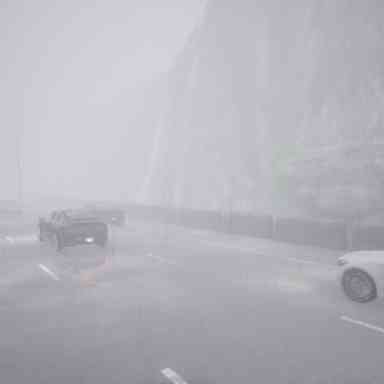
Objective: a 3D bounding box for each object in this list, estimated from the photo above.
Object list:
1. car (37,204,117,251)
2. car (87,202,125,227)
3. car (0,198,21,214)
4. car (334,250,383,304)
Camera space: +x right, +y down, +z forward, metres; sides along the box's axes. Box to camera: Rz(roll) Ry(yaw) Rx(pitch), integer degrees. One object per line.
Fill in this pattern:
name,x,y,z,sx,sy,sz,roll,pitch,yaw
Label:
car,-5.114,1.451,13.958,1.837,1.490,4.892,0,0,-36
car,-5.995,1.378,21.154,1.882,1.535,5.008,0,0,-36
car,-16.906,1.262,30.260,1.812,1.442,4.674,0,0,-36
car,4.976,1.531,5.970,1.812,1.442,4.674,0,0,-36
